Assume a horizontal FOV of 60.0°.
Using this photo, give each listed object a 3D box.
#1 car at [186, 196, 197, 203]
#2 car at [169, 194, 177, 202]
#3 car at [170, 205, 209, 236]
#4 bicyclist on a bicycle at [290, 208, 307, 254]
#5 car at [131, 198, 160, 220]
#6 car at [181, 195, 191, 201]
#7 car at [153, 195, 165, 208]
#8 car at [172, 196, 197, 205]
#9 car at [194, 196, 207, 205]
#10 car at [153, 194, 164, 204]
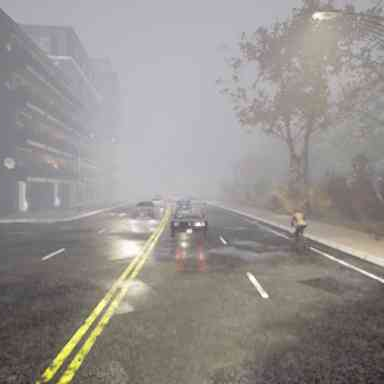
[{"bbox_3d":[-0.172,1.458,67.842,1.812,1.442,4.674,0,0,-6],"label":"car"},{"bbox_3d":[-3.982,1.283,73.054,2.097,1.767,4.553,0,0,-6],"label":"car"},{"bbox_3d":[-0.186,1.590,18.268,1.895,1.301,4.718,0,0,-2],"label":"car"},{"bbox_3d":[3.995,1.443,12.467,0.582,1.620,1.656,0,0,-1],"label":"bicyclist on a bicycle"},{"bbox_3d":[-4.003,1.509,28.401,1.812,1.442,4.674,0,0,-2],"label":"car"},{"bbox_3d":[-1.379,1.510,79.055,1.895,1.301,4.718,0,0,-7],"label":"car"},{"bbox_3d":[-5.035,1.490,47.044,1.812,1.442,4.674,0,0,-4],"label":"car"},{"bbox_3d":[-0.941,1.520,36.614,2.033,1.411,5.357,0,0,-3],"label":"car"},{"bbox_3d":[1.202,1.551,53.381,1.895,1.301,4.718,0,0,-6],"label":"car"},{"bbox_3d":[-6.333,1.305,63.772,2.097,1.767,4.553,0,0,-5],"label":"car"}]
